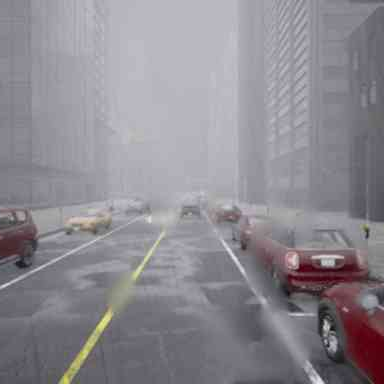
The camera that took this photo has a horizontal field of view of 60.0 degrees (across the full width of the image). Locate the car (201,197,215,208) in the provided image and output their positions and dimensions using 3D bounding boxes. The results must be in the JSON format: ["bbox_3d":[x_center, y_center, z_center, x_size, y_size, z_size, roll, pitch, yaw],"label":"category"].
[{"bbox_3d":[2.488,1.537,52.026,1.967,1.590,4.097,0,0,0],"label":"car"}]

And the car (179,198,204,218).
[{"bbox_3d":[-0.117,1.560,30.531,1.837,1.490,4.892,0,0,1],"label":"car"}]

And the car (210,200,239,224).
[{"bbox_3d":[2.636,1.582,24.901,1.887,1.381,4.507,0,0,0],"label":"car"}]

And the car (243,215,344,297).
[{"bbox_3d":[2.724,1.449,8.627,1.967,1.590,4.097,0,0,0],"label":"car"}]

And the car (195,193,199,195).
[{"bbox_3d":[2.370,1.467,73.726,2.192,1.841,5.009,0,0,0],"label":"car"}]

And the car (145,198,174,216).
[{"bbox_3d":[-3.171,1.631,33.399,1.994,1.385,4.181,0,0,0],"label":"car"}]

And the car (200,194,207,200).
[{"bbox_3d":[2.518,1.524,46.601,1.967,1.590,4.097,0,0,0],"label":"car"}]

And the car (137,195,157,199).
[{"bbox_3d":[-5.979,1.405,41.140,2.192,1.841,5.009,0,0,0],"label":"car"}]

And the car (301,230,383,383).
[{"bbox_3d":[2.753,1.440,3.202,1.967,1.590,4.097,0,0,0],"label":"car"}]

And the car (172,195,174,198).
[{"bbox_3d":[-6.212,1.778,84.548,1.802,1.307,4.206,0,0,0],"label":"car"}]

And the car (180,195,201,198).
[{"bbox_3d":[-0.184,1.577,44.742,2.128,1.511,4.902,0,0,0],"label":"car"}]

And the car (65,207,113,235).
[{"bbox_3d":[-5.859,1.571,19.266,1.752,1.417,4.829,0,0,0],"label":"car"}]

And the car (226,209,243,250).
[{"bbox_3d":[2.695,1.600,14.051,1.802,1.307,4.206,0,0,0],"label":"car"}]

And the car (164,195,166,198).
[{"bbox_3d":[-6.065,1.674,57.417,1.887,1.381,4.507,0,0,0],"label":"car"}]

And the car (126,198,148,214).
[{"bbox_3d":[-5.948,1.660,35.714,1.802,1.307,4.206,0,0,0],"label":"car"}]

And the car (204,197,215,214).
[{"bbox_3d":[2.576,1.585,35.921,1.752,1.417,4.829,0,0,0],"label":"car"}]

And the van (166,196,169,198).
[{"bbox_3d":[-6.125,1.498,68.270,1.690,1.788,3.998,0,0,0],"label":"van"}]

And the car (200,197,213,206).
[{"bbox_3d":[2.459,1.656,57.451,1.887,1.381,4.507,0,0,0],"label":"car"}]

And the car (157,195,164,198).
[{"bbox_3d":[-6.038,1.430,51.992,2.192,1.841,5.009,0,0,0],"label":"car"}]

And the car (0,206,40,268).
[{"bbox_3d":[-5.802,1.342,8.584,2.192,1.841,5.009,0,0,0],"label":"car"}]

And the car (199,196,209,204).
[{"bbox_3d":[2.400,1.665,68.470,1.752,1.417,4.829,0,0,0],"label":"car"}]

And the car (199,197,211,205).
[{"bbox_3d":[2.431,1.676,62.875,2.008,1.369,4.403,0,0,0],"label":"car"}]
